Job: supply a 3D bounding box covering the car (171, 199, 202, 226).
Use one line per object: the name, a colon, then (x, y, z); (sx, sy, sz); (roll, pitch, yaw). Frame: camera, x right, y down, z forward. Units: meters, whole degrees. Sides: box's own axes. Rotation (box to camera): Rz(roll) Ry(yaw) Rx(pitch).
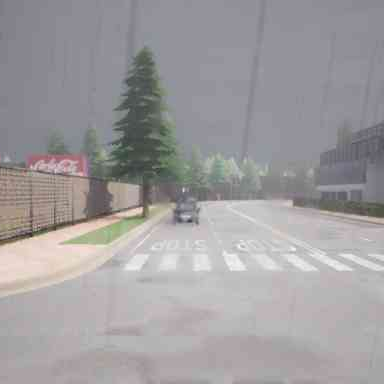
car: (-0.394, 1.502, 23.787); (2.128, 1.511, 4.902); (0, 0, 1)
